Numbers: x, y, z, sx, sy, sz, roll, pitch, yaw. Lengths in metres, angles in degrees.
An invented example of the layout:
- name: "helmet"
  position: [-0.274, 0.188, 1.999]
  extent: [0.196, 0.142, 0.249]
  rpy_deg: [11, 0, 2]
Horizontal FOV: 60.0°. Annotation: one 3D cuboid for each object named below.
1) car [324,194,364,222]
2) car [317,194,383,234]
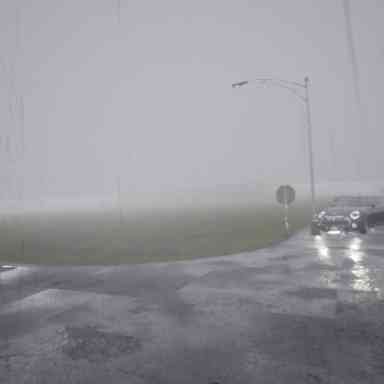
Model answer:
- name: "car"
  position: [10.161, 0.988, 22.012]
  extent: [2.128, 1.511, 4.902]
  rpy_deg: [-3, 0, 27]
- name: "car"
  position: [8.071, 0.938, 16.253]
  extent: [4.553, 1.767, 2.097]
  rpy_deg: [-3, 0, -38]
